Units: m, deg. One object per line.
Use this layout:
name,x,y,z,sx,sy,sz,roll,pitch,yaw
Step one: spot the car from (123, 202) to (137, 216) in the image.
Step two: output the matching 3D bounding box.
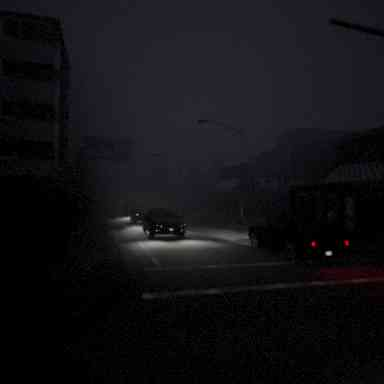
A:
car,-6.994,1.940,38.849,2.128,1.511,4.902,1,-1,-15

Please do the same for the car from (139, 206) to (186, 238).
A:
car,-1.689,1.697,19.212,1.837,1.490,4.892,1,-1,-15

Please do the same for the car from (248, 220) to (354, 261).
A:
car,3.968,1.776,13.207,1.895,1.301,4.718,1,-1,-15

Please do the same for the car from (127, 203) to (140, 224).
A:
car,-4.121,1.909,28.145,1.895,1.301,4.718,1,-1,-15

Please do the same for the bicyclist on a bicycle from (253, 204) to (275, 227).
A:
bicyclist on a bicycle,5.011,1.668,23.093,1.656,1.620,0.582,1,-1,-15
